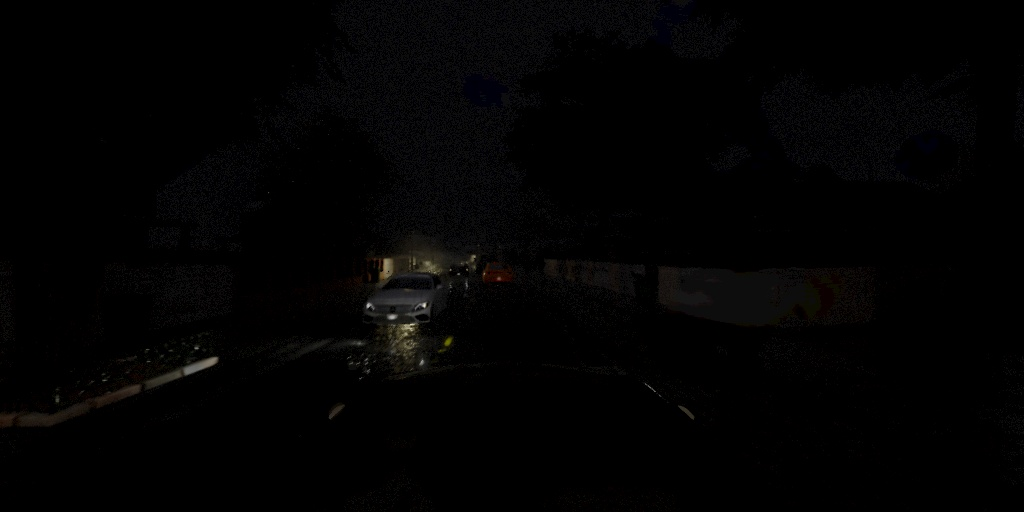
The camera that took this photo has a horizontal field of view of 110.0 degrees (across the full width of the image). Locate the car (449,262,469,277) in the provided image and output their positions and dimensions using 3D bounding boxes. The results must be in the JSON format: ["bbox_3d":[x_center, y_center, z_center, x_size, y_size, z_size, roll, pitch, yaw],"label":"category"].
[{"bbox_3d":[-4.988,1.282,33.878,1.895,1.301,4.718,0,0,-7],"label":"car"}]

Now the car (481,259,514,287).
[{"bbox_3d":[-0.960,1.170,23.714,1.882,1.535,5.008,0,0,-5],"label":"car"}]

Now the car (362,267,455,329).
[{"bbox_3d":[-3.085,1.255,11.318,1.812,1.442,4.674,0,0,-2],"label":"car"}]

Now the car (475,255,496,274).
[{"bbox_3d":[-2.769,0.887,39.163,2.150,2.045,5.566,0,0,-8],"label":"car"}]
